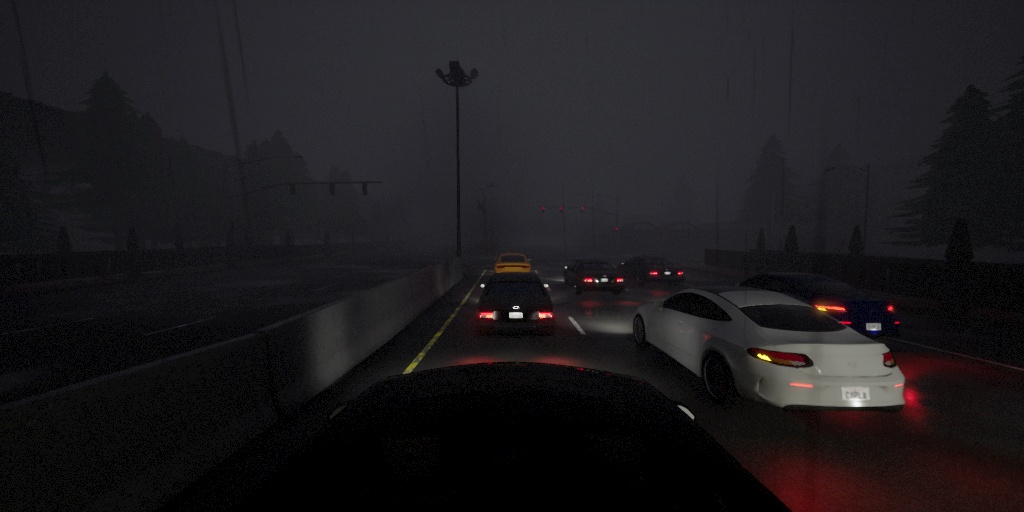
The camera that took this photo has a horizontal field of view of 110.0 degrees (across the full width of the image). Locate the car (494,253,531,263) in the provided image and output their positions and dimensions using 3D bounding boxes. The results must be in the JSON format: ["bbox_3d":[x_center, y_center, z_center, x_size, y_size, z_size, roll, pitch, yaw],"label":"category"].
[{"bbox_3d":[0.024,0.562,19.515,1.882,1.535,5.008,0,3,0],"label":"car"}]

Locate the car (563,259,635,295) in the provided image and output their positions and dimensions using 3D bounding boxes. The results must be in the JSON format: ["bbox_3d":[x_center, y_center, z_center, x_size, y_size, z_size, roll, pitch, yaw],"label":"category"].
[{"bbox_3d":[3.534,0.823,16.205,2.033,1.411,5.357,0,3,0],"label":"car"}]

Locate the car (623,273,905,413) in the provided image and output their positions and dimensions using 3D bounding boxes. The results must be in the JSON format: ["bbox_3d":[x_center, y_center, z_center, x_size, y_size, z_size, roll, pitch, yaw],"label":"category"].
[{"bbox_3d":[3.581,1.225,6.046,1.812,1.442,4.674,0,1,0],"label":"car"}]

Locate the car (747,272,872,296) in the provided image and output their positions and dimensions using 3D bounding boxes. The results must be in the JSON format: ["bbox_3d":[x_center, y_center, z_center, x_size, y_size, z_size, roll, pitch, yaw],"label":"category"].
[{"bbox_3d":[7.066,1.137,9.309,1.812,1.442,4.674,0,2,0],"label":"car"}]

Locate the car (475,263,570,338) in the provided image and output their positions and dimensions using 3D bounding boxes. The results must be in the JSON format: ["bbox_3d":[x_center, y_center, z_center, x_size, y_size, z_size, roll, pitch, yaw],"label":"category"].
[{"bbox_3d":[0.069,1.143,9.720,2.033,1.411,5.357,0,2,0],"label":"car"}]

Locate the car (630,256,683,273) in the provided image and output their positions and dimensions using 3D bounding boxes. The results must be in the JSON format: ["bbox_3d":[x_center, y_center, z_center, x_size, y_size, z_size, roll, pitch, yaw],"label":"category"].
[{"bbox_3d":[7.029,0.681,18.710,2.033,1.411,5.357,0,3,0],"label":"car"}]
